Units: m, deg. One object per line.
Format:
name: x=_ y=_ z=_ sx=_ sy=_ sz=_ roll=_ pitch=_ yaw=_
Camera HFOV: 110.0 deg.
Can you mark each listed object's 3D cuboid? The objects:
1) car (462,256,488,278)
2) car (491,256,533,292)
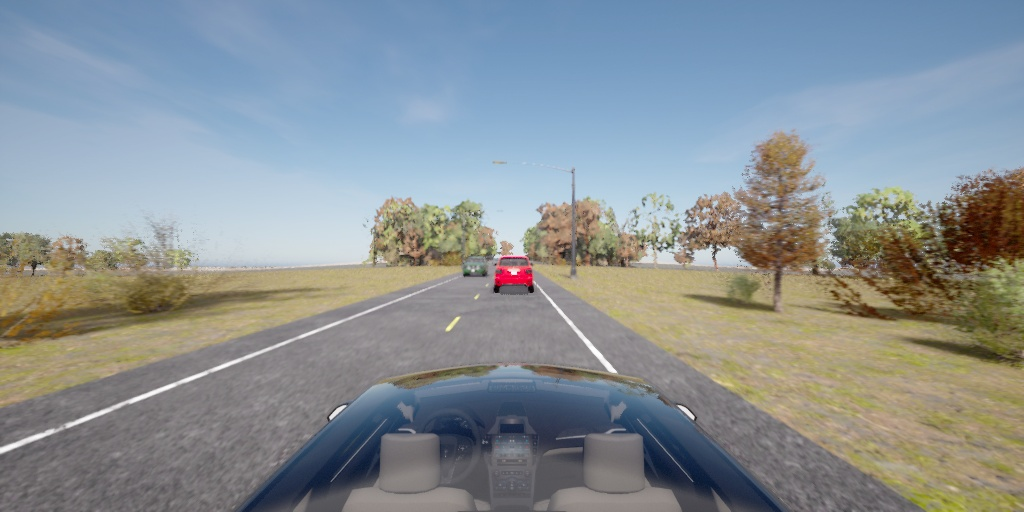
car: x=-3.576 y=1.032 z=35.834 sx=2.150 sy=2.045 sz=5.566 roll=0 pitch=0 yaw=0
car: x=0.103 y=1.006 z=21.683 sx=2.150 sy=2.045 sz=5.566 roll=0 pitch=0 yaw=0
